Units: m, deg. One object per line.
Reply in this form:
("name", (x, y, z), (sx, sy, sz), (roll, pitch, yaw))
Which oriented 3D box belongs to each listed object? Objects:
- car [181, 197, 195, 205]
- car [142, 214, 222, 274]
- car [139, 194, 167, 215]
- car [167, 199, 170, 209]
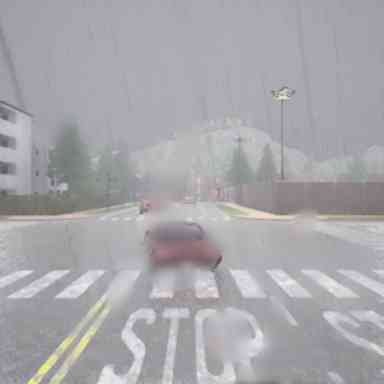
("car", (-0.772, 1.592, 62.430), (1.882, 1.535, 5.008), (0, 0, -14))
("car", (-0.555, 1.624, 10.744), (1.895, 1.301, 4.718), (0, 0, -11))
("car", (-4.239, 1.282, 35.793), (2.150, 2.045, 5.566), (0, 0, 0))
("car", (-4.232, 1.434, 45.856), (2.097, 1.767, 4.553), (0, 0, 0))
